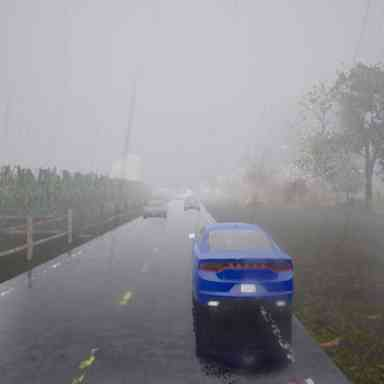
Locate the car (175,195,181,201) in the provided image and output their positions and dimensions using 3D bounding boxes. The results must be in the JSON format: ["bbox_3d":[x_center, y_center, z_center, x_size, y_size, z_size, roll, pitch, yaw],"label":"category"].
[{"bbox_3d":[-2.951,1.355,79.385,1.882,1.535,5.008,0,0,0],"label":"car"}]

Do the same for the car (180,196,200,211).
[{"bbox_3d":[0.004,1.515,39.275,2.033,1.411,5.357,0,0,0],"label":"car"}]

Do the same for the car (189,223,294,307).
[{"bbox_3d":[0.945,1.475,8.082,1.882,1.535,5.008,0,0,0],"label":"car"}]

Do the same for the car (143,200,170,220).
[{"bbox_3d":[-2.909,1.486,27.713,1.837,1.490,4.892,0,0,0],"label":"car"}]

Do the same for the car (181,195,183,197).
[{"bbox_3d":[-0.108,1.303,49.322,2.097,1.767,4.553,0,0,0],"label":"car"}]
